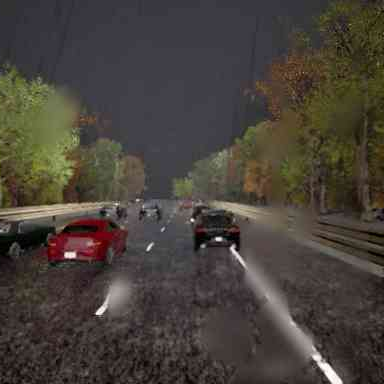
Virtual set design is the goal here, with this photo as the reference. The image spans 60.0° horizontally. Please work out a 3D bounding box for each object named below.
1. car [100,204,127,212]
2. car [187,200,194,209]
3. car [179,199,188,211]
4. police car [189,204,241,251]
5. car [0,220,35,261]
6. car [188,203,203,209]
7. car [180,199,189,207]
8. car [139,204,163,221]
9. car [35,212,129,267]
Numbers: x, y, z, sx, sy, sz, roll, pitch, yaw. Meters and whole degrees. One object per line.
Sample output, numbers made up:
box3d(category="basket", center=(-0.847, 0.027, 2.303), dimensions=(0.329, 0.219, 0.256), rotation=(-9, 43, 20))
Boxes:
box3d(category="car", center=(-7.245, 1.816, 30.974), dimensions=(2.128, 1.511, 4.902), rotation=(0, -1, -1))
box3d(category="car", center=(0.713, 1.782, 31.178), dimensions=(1.801, 1.575, 5.366), rotation=(0, -1, -1))
box3d(category="car", center=(-0.817, 1.906, 49.894), dimensions=(2.097, 1.767, 4.553), rotation=(0, -1, -2))
box3d(category="police car", center=(0.968, 1.573, 14.997), dimensions=(1.930, 1.638, 5.238), rotation=(0, -1, -1))
box3d(category="car", center=(-6.970, 1.726, 12.753), dimensions=(1.895, 1.301, 4.718), rotation=(0, -1, 0))
box3d(category="car", center=(0.832, 1.781, 24.949), dimensions=(1.812, 1.442, 4.674), rotation=(0, -1, -1))
box3d(category="car", center=(-1.536, 2.242, 68.287), dimensions=(1.812, 1.442, 4.674), rotation=(0, -1, -3))
box3d(category="car", center=(-3.743, 1.815, 30.872), dimensions=(2.128, 1.511, 4.902), rotation=(0, -1, -1))
box3d(category="car", center=(-3.462, 1.640, 11.708), dimensions=(1.812, 1.442, 4.674), rotation=(0, -1, 0))
